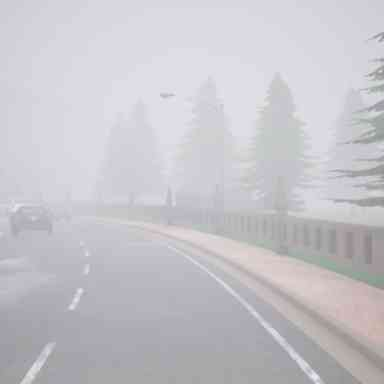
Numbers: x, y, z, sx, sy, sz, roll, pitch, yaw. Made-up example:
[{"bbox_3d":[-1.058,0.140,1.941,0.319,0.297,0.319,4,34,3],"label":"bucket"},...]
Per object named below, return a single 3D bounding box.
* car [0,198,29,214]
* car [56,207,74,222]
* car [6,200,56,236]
[{"bbox_3d":[-19.405,1.658,35.714,5.566,2.045,2.150,-1,-1,36],"label":"car"},{"bbox_3d":[-12.229,1.950,29.034,1.895,1.301,4.718,1,-1,-45],"label":"car"},{"bbox_3d":[-10.049,1.602,20.608,2.097,1.767,4.553,0,-1,-31],"label":"car"}]
